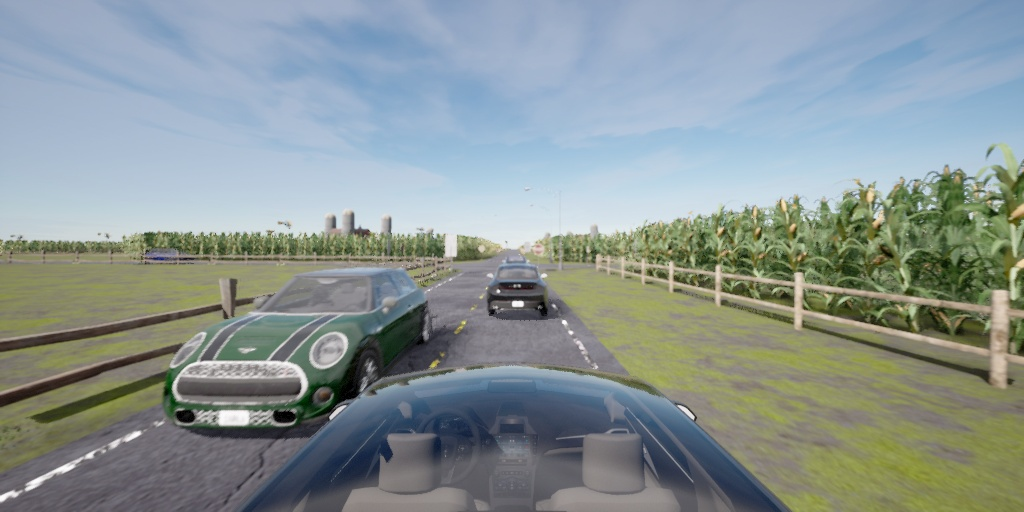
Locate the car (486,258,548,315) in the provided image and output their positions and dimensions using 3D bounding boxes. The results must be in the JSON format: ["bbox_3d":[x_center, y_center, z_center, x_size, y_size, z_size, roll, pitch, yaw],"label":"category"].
[{"bbox_3d":[0.180,1.015,12.335,1.837,1.490,4.892,0,2,0],"label":"car"}]

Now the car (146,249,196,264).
[{"bbox_3d":[-38.481,-0.027,40.451,4.553,1.767,2.097,0,1,1],"label":"car"}]

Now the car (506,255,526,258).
[{"bbox_3d":[0.283,0.692,25.773,2.128,1.511,4.902,0,1,0],"label":"car"}]

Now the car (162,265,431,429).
[{"bbox_3d":[-2.818,1.006,5.888,2.097,1.767,4.553,0,1,0],"label":"car"}]
